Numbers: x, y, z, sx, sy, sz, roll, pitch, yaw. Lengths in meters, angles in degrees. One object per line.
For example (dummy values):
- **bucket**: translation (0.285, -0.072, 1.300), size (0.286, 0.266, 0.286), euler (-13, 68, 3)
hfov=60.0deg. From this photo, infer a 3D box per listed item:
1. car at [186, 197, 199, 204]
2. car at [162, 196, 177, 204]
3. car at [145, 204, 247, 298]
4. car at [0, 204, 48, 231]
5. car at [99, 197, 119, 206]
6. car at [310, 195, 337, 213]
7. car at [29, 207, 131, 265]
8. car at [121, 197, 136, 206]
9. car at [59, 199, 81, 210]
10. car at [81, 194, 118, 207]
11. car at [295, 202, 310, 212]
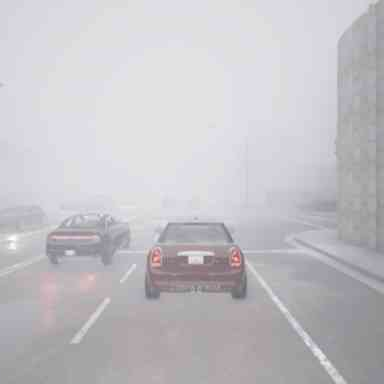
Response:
- **car**: translation (0.094, 1.479, 53.044), size (1.882, 1.535, 5.008), euler (0, 0, 0)
- **car**: translation (-3.405, 1.355, 50.790), size (2.097, 1.767, 4.553), euler (0, 0, 0)
- **car**: translation (0.082, 1.352, 8.666), size (2.097, 1.767, 4.553), euler (0, 0, 0)
- **car**: translation (-10.602, 1.506, 20.514), size (1.837, 1.490, 4.892), euler (0, 0, 0)
- **car**: translation (-14.087, 1.550, 56.708), size (2.033, 1.411, 5.357), euler (0, 0, 0)
- **car**: translation (16.033, 1.225, 35.578), size (5.566, 2.045, 2.150), euler (0, 0, -1)
- **car**: translation (-3.410, 1.492, 11.749), size (2.128, 1.511, 4.902), euler (0, 0, 0)
- **car**: translation (-10.589, 1.566, 55.706), size (1.994, 1.385, 4.181), euler (0, 0, 0)
- **car**: translation (-14.104, 1.549, 40.015), size (2.033, 1.411, 5.357), euler (0, 0, 0)
- **car**: translation (-10.604, 1.224, 38.568), size (2.150, 2.045, 5.566), euler (0, 0, 0)
- **car**: translation (15.033, 1.549, 39.070), size (5.357, 1.411, 2.033), euler (0, 0, -1)
